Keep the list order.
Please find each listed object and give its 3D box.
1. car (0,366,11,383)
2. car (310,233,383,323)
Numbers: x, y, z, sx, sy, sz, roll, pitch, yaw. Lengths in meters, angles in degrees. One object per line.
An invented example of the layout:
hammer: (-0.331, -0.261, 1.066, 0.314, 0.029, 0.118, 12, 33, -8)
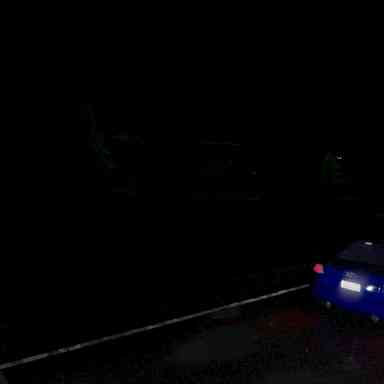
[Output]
car: (-3.355, 1.601, 1.356, 4.718, 1.301, 1.895, 0, 0, -35)
car: (4.322, 1.564, 6.825, 4.181, 1.385, 1.994, 0, 0, -36)
